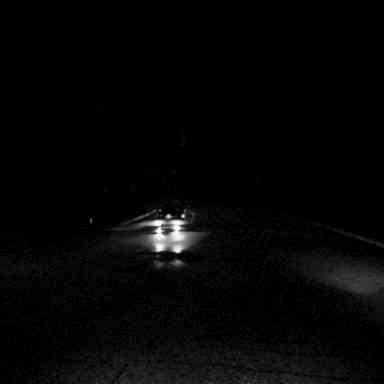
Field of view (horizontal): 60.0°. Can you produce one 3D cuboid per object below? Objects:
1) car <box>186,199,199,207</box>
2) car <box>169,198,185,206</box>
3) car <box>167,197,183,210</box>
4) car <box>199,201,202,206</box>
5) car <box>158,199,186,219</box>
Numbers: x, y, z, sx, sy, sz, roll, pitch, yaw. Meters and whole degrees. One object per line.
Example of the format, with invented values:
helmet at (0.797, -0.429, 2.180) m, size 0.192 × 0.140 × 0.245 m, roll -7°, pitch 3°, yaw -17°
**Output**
car at (-0.667, 2.003, 59.805) m, size 1.994 × 1.385 × 4.181 m, roll 0°, pitch -1°, yaw -15°
car at (-3.190, 2.110, 68.959) m, size 1.882 × 1.535 × 5.008 m, roll -1°, pitch -1°, yaw -21°
car at (-2.553, 1.611, 48.537) m, size 2.097 × 1.767 × 4.553 m, roll -1°, pitch -1°, yaw -6°
car at (0.457, 2.175, 69.089) m, size 1.895 × 1.301 × 4.718 m, roll -1°, pitch -1°, yaw -18°
car at (-1.816, 1.584, 29.275) m, size 1.895 × 1.301 × 4.718 m, roll 0°, pitch 0°, yaw 2°
